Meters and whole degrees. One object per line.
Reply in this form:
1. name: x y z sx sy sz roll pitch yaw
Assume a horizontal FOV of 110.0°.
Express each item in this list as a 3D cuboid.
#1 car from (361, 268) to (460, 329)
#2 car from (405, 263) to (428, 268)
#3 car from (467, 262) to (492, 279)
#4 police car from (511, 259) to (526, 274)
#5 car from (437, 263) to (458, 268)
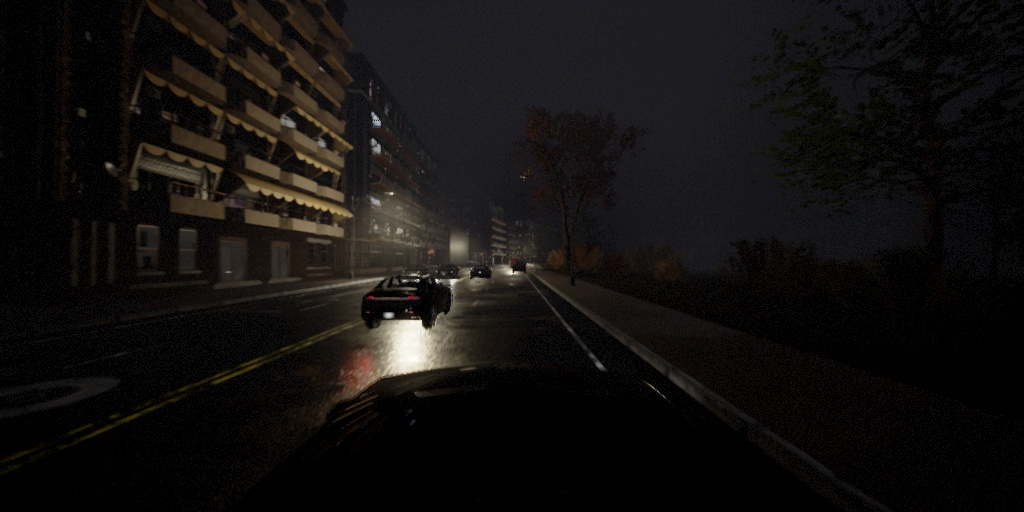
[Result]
1. car: -3.149 1.317 11.588 2.128 1.511 4.902 0 0 0
2. car: -9.831 1.526 37.007 1.837 1.490 4.892 0 -1 0
3. car: -3.149 1.585 37.114 1.994 1.385 4.181 0 0 0
4. police car: 0.976 1.545 49.537 1.930 1.638 5.238 0 0 0
5. car: -6.582 1.526 37.017 1.837 1.490 4.892 0 -1 0
